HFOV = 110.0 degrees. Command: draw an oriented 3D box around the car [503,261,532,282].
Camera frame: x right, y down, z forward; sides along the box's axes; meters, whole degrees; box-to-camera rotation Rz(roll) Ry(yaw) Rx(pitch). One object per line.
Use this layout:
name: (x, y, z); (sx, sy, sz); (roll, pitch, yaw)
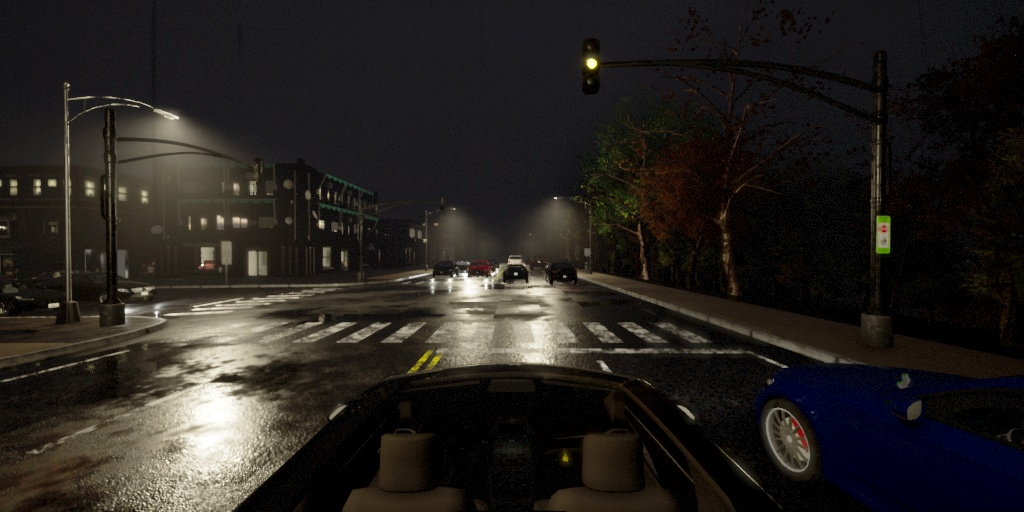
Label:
car: (0.306, 1.304, 28.741); (1.994, 1.385, 4.181); (0, 0, 0)

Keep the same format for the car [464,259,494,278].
car: (-3.083, 1.215, 34.625); (1.882, 1.535, 5.008); (0, 0, 1)

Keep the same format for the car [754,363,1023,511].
car: (3.355, 1.276, 1.682); (1.812, 1.442, 4.674); (0, 0, 1)

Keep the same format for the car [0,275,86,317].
car: (-19.857, 1.564, 13.863); (4.313, 1.339, 1.948); (0, 0, 1)

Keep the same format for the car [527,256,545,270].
car: (3.735, 0.950, 51.925); (2.150, 2.045, 5.566); (0, 0, 0)

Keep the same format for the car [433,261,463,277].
car: (-6.340, 1.215, 34.782); (1.882, 1.535, 5.008); (0, 0, 1)

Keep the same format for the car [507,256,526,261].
car: (0.492, 0.950, 52.747); (2.150, 2.045, 5.566); (0, 0, 0)

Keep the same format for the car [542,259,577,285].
car: (3.538, 1.219, 26.393); (1.882, 1.535, 5.008); (0, 0, 0)

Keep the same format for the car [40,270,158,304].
car: (-19.219, 1.489, 16.556); (4.674, 1.442, 1.812); (-1, 1, 2)

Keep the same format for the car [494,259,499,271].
car: (-3.006, 1.258, 44.686); (1.812, 1.442, 4.674); (0, 0, 1)

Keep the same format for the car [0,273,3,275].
car: (-33.659, 1.652, 22.489); (4.207, 1.307, 1.802); (0, 0, 1)
